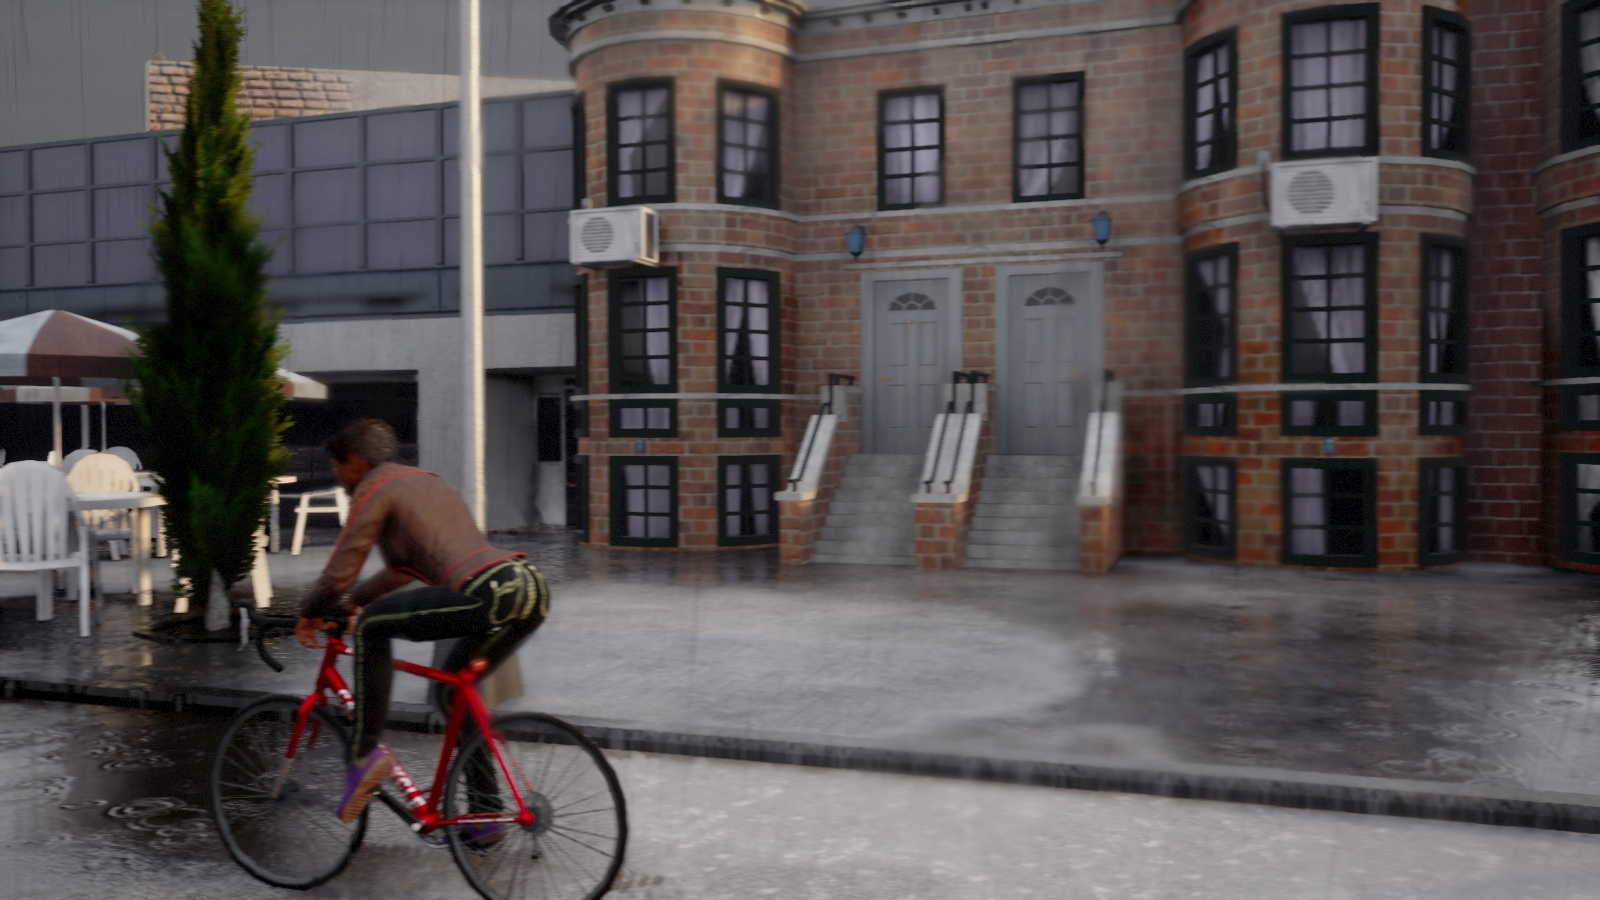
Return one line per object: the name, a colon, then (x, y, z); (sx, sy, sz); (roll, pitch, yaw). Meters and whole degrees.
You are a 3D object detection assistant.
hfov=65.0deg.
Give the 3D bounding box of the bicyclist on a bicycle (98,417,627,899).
bicyclist on a bicycle: (-1.463, 0.706, 4.211); (1.656, 1.620, 0.582); (0, 1, 19)
